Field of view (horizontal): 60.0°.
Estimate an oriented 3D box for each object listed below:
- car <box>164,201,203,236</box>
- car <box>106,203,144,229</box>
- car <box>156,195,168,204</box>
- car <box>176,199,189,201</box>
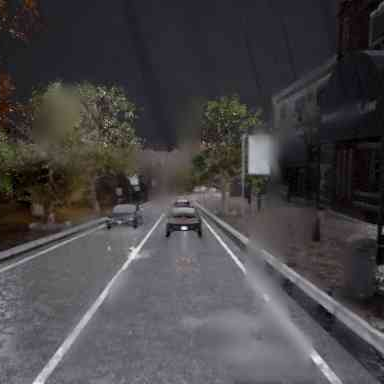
[{"bbox_3d":[-0.461,1.492,18.433,1.837,1.490,4.892,0,0,-2],"label":"car"},{"bbox_3d":[-4.265,1.513,21.667,1.837,1.490,4.892,0,0,-2],"label":"car"},{"bbox_3d":[-5.595,1.344,63.116,2.097,1.767,4.553,0,0,-1],"label":"car"},{"bbox_3d":[-1.079,1.459,36.930,1.882,1.535,5.008,0,0,-2],"label":"car"}]
